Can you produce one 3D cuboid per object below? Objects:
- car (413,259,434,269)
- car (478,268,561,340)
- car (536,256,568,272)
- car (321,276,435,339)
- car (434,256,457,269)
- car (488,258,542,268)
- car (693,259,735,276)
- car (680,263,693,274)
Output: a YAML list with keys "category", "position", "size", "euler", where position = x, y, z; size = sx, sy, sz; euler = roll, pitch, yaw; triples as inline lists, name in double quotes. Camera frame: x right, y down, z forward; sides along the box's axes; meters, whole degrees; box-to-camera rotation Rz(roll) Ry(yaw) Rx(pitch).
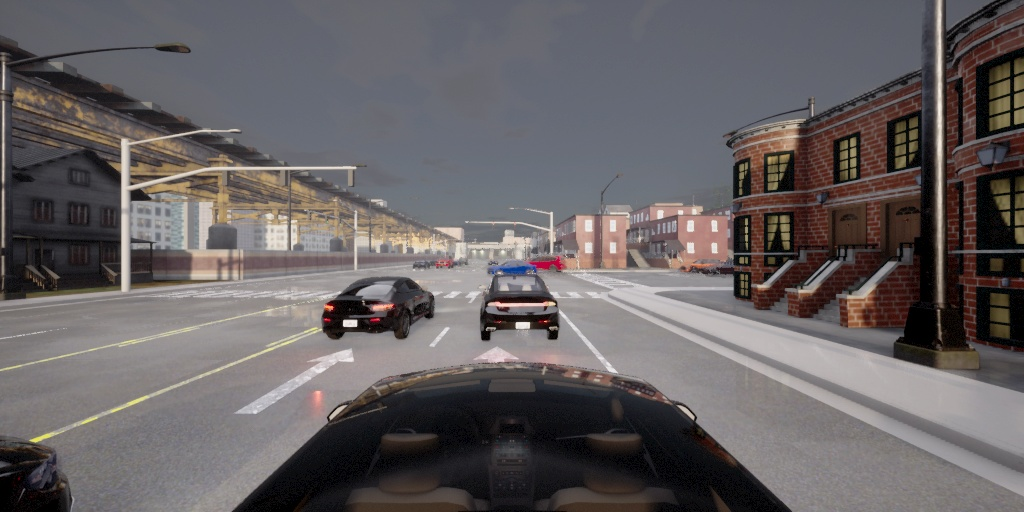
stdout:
- category: "car"
  position: [-14.239, 1.314, 56.571]
  size: [1.994, 1.385, 4.181]
  euler: [0, 0, 0]
- category: "car"
  position: [0.091, 1.242, 9.927]
  size: [2.128, 1.511, 4.902]
  euler: [0, 0, -3]
- category: "car"
  position: [3.722, 0.974, 41.955]
  size: [5.566, 2.045, 2.150]
  euler: [0, 1, 25]
- category: "car"
  position: [-3.451, 1.276, 9.960]
  size: [1.812, 1.442, 4.674]
  euler: [0, 0, 0]
- category: "car"
  position: [-10.747, 0.971, 57.671]
  size: [2.150, 2.045, 5.566]
  euler: [0, 0, -1]
- category: "car"
  position: [-0.026, 1.227, 34.477]
  size: [5.008, 1.535, 1.882]
  euler: [0, -1, -24]
- category: "car"
  position: [21.963, 1.296, 36.747]
  size: [5.357, 1.411, 2.033]
  euler: [0, 0, 0]
- category: "car"
  position: [21.375, 1.101, 40.248]
  size: [4.553, 1.767, 2.097]
  euler: [0, 0, 0]
